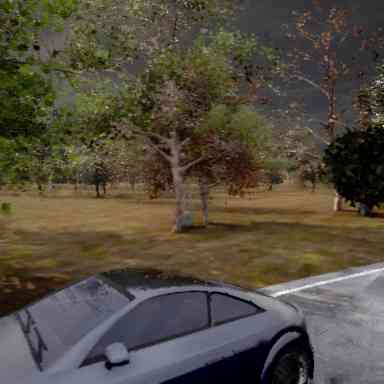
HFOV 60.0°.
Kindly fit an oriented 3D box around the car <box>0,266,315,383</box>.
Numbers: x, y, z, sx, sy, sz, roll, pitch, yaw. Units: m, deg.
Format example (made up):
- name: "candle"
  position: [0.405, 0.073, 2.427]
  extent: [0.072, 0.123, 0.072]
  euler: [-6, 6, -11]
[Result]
- name: "car"
  position: [-0.697, 1.549, 3.332]
  extent: [4.181, 1.385, 1.994]
  euler: [0, 0, -35]
